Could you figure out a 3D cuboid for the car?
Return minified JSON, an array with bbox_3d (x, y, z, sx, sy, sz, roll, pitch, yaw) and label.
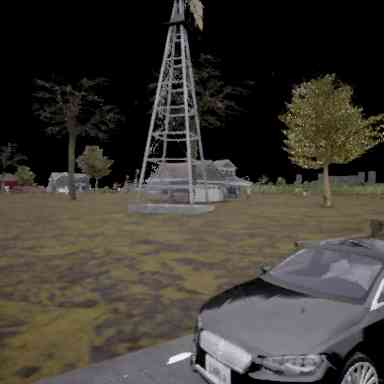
[{"bbox_3d":[2.259,1.492,4.692,4.902,1.511,2.128,0,0,-35],"label":"car"}]
